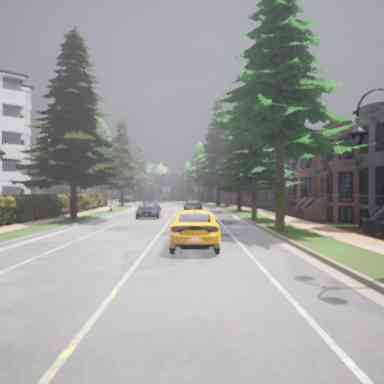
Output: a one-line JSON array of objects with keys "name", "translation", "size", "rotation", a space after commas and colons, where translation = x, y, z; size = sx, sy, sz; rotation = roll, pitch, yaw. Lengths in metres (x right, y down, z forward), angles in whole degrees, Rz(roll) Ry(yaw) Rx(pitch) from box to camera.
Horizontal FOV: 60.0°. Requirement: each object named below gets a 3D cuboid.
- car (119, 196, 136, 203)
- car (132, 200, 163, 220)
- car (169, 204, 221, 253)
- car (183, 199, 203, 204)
[{"name": "car", "translation": [-13.269, 1.573, 68.694], "size": [2.033, 1.411, 5.357], "rotation": [0, 0, -36]}, {"name": "car", "translation": [-3.621, 1.578, 28.476], "size": [1.994, 1.385, 4.181], "rotation": [0, 0, 0]}, {"name": "car", "translation": [0.098, 1.485, 13.865], "size": [1.882, 1.535, 5.008], "rotation": [0, 0, 0]}, {"name": "car", "translation": [0.097, 1.509, 34.465], "size": [2.128, 1.511, 4.902], "rotation": [0, 0, 0]}]
